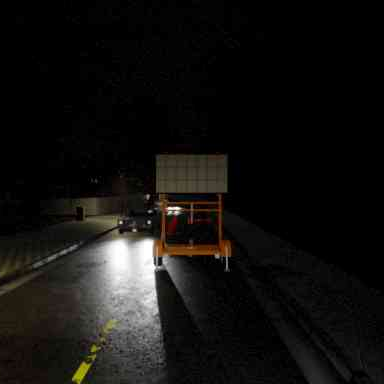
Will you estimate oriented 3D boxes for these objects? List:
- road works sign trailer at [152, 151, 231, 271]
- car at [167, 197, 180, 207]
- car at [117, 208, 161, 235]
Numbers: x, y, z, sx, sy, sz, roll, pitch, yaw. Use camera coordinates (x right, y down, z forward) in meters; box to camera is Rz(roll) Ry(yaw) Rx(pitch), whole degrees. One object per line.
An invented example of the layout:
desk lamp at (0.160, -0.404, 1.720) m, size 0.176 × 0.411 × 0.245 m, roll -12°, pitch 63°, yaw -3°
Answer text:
road works sign trailer at (-0.005, 0.464, 10.853) m, size 2.380 × 3.560 × 2.880 m, roll 0°, pitch 0°, yaw 0°
car at (-2.775, 1.509, 50.163) m, size 2.128 × 1.511 × 4.902 m, roll 0°, pitch 0°, yaw 0°
car at (-2.860, 1.602, 18.823) m, size 1.895 × 1.301 × 4.718 m, roll 0°, pitch 0°, yaw 0°
